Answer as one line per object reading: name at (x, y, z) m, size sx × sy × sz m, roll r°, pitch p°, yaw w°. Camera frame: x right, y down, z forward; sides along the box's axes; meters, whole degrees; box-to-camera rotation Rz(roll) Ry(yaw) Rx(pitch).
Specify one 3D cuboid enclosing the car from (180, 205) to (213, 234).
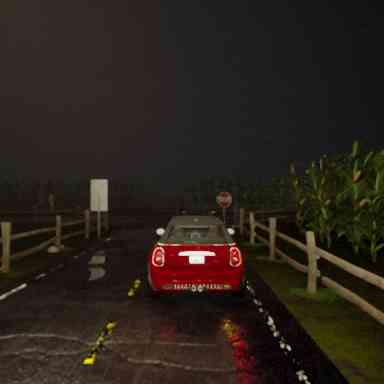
car at (0.420, 1.640, 21.286) m, size 1.837 × 1.490 × 4.892 m, roll 0°, pitch 0°, yaw 4°

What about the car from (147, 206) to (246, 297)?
car at (0.096, 1.408, 8.859) m, size 2.097 × 1.767 × 4.553 m, roll 0°, pitch 0°, yaw 0°

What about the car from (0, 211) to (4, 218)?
car at (-19.552, 1.939, 29.704) m, size 4.718 × 1.301 × 1.895 m, roll 0°, pitch 0°, yaw 0°
